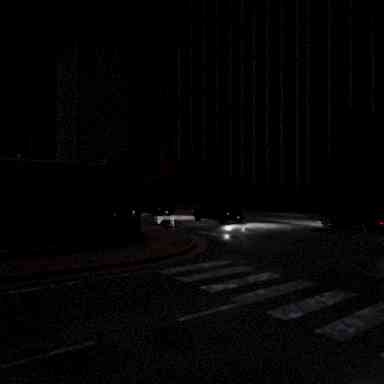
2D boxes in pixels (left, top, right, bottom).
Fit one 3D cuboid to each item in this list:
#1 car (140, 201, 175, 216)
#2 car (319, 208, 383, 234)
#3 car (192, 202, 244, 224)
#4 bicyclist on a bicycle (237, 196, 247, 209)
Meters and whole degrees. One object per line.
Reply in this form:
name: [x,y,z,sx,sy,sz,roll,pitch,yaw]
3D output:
car: [-3.585,1.554,32.382,1.895,1.301,4.718,0,0,-35]
car: [9.527,1.576,19.184,1.895,1.301,4.718,0,0,-16]
car: [1.826,1.479,24.796,1.812,1.442,4.674,0,0,-36]
bicyclist on a bicycle: [5.978,1.261,39.610,1.656,1.620,0.582,0,0,-35]
